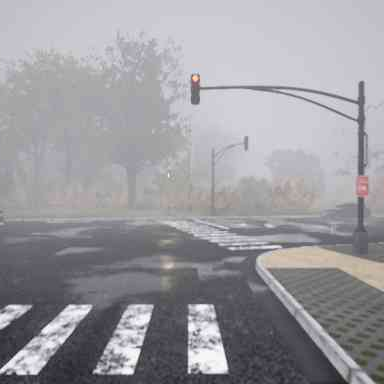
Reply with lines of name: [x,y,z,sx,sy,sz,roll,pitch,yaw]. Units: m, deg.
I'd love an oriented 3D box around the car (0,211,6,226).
car: [-11.782,1.299,16.143,4.902,1.511,2.128,1,0,-6]

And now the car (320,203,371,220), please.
car: [13.652,1.697,29.511,4.674,1.442,1.812,1,0,-18]
